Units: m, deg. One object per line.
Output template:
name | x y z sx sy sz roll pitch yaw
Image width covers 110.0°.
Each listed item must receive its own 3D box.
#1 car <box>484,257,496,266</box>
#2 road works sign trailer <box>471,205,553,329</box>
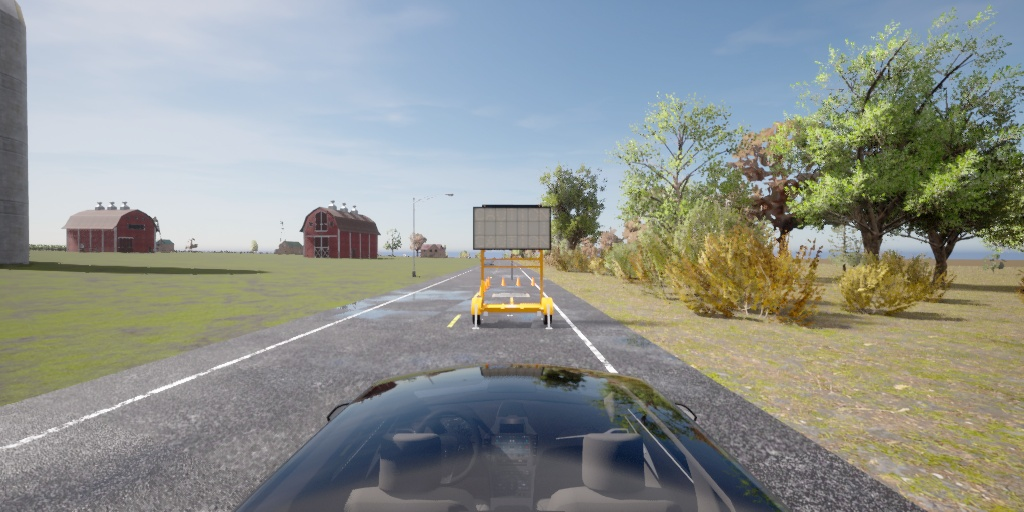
car | -4.143 1.272 61.076 1.812 1.442 4.674 0 0 -1
road works sign trailer | -0.001 0.212 11.169 2.380 3.560 2.880 0 0 -1
